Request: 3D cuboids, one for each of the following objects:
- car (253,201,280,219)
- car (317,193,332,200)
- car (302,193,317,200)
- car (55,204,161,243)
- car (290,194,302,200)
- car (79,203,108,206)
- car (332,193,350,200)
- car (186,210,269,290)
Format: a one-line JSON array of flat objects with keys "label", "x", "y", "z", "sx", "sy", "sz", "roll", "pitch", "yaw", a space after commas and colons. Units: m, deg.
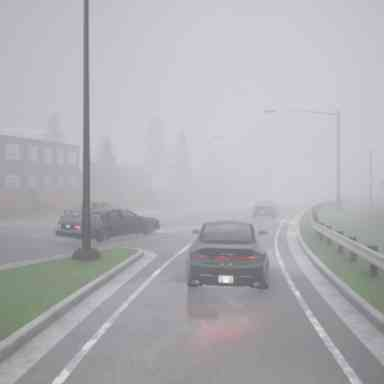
[{"label": "car", "x": 6.338, "y": 1.449, "z": 28.308, "sx": 1.812, "sy": 1.442, "sz": 4.674, "roll": 0, "pitch": 0, "yaw": 21}, {"label": "car", "x": 32.586, "y": 1.257, "z": 81.286, "sx": 1.882, "sy": 1.535, "sz": 5.008, "roll": 0, "pitch": 0, "yaw": 32}, {"label": "car", "x": 29.821, "y": 1.129, "z": 83.466, "sx": 2.097, "sy": 1.767, "sz": 4.553, "roll": 0, "pitch": 0, "yaw": 32}, {"label": "car", "x": -3.830, "y": 1.502, "z": 16.101, "sx": 2.033, "sy": 1.411, "sz": 5.357, "roll": 0, "pitch": 0, "yaw": 34}, {"label": "car", "x": 26.646, "y": 1.247, "z": 84.990, "sx": 1.882, "sy": 1.535, "sz": 5.008, "roll": 0, "pitch": 0, "yaw": 32}, {"label": "car", "x": -6.917, "y": 1.481, "z": 24.354, "sx": 2.033, "sy": 1.411, "sz": 5.357, "roll": 0, "pitch": 0, "yaw": 32}, {"label": "car", "x": 35.761, "y": 1.139, "z": 79.762, "sx": 2.097, "sy": 1.767, "sz": 4.553, "roll": 0, "pitch": 0, "yaw": 32}, {"label": "car", "x": 0.997, "y": 1.481, "z": 9.060, "sx": 1.837, "sy": 1.490, "sz": 4.892, "roll": 0, "pitch": 0, "yaw": 8}]
